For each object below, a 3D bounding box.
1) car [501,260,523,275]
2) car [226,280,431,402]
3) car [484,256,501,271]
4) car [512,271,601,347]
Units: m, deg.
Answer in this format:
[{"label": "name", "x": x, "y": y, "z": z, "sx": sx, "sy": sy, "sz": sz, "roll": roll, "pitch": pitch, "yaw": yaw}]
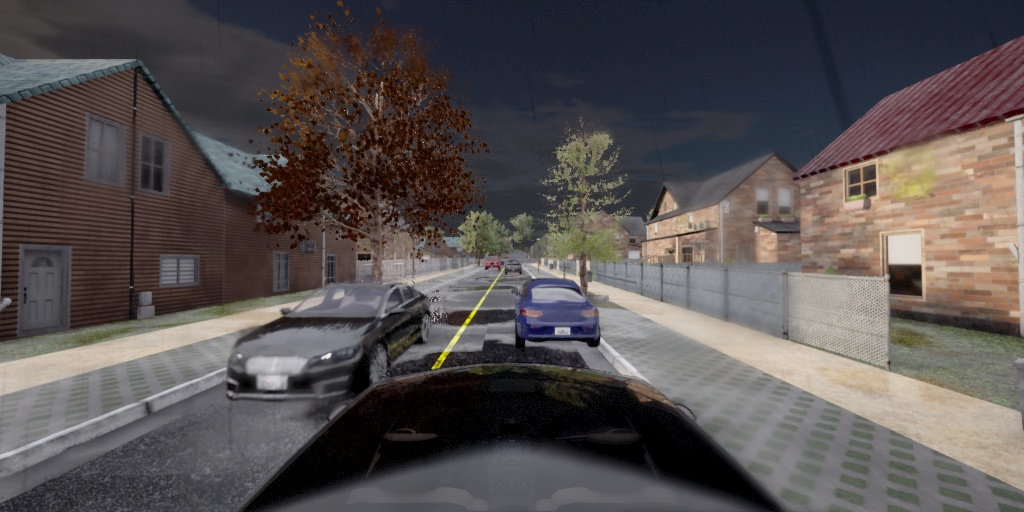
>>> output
[{"label": "car", "x": 0.146, "y": 1.269, "z": 40.041, "sx": 2.128, "sy": 1.511, "sz": 4.902, "roll": 0, "pitch": 0, "yaw": 0}, {"label": "car", "x": -2.839, "y": 1.244, "z": 6.709, "sx": 2.128, "sy": 1.511, "sz": 4.902, "roll": 0, "pitch": 0, "yaw": 0}, {"label": "car", "x": -2.765, "y": 1.014, "z": 52.052, "sx": 2.150, "sy": 2.045, "sz": 5.566, "roll": 0, "pitch": 0, "yaw": 0}, {"label": "car", "x": 0.977, "y": 1.280, "z": 9.186, "sx": 1.812, "sy": 1.442, "sz": 4.674, "roll": 0, "pitch": 0, "yaw": 0}]
